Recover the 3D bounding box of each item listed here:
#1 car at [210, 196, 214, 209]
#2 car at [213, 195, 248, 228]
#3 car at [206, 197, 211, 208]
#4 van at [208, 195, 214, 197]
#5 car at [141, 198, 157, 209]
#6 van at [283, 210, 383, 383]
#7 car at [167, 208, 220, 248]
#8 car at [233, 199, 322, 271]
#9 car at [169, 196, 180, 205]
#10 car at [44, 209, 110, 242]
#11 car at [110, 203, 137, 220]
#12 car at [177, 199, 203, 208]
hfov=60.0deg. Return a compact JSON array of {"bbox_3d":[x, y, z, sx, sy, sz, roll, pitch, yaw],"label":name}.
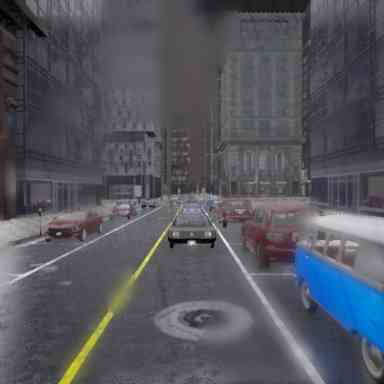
[{"bbox_3d":[2.852,1.425,27.713,1.967,1.590,4.097,0,0,0],"label":"car"},{"bbox_3d":[2.852,1.305,22.064,2.192,1.841,5.009,0,0,0],"label":"car"},{"bbox_3d":[2.854,1.553,39.011,1.802,1.307,4.206,0,0,0],"label":"car"},{"bbox_3d":[2.853,1.303,44.659,1.690,1.788,3.998,0,0,0],"label":"van"},{"bbox_3d":[-5.672,1.528,44.659,1.947,1.339,4.313,0,0,0],"label":"car"},{"bbox_3d":[2.851,1.337,5.118,1.690,1.788,3.998,0,0,0],"label":"van"},{"bbox_3d":[0.000,1.611,14.680,1.895,1.301,4.718,0,0,0],"label":"car"},{"bbox_3d":[2.851,1.310,10.766,2.192,1.841,5.009,0,0,0],"label":"car"},{"bbox_3d":[-3.000,1.497,58.321,1.812,1.442,4.674,0,0,0],"label":"car"},{"bbox_3d":[-5.672,1.538,16.413,1.887,1.381,4.507,0,0,0],"label":"car"},{"bbox_3d":[-5.672,1.567,27.711,1.802,1.307,4.206,0,0,0],"label":"car"},{"bbox_3d":[0.000,1.547,29.651,2.033,1.411,5.357,0,0,0],"label":"car"}]
